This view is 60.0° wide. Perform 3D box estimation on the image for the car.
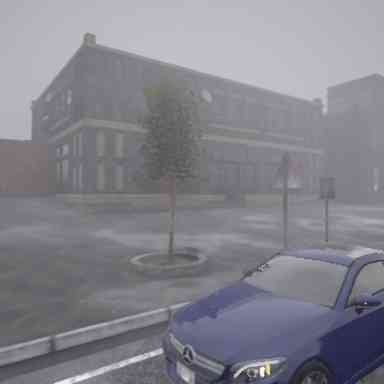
[{"bbox_3d":[1.832,1.520,4.661,4.674,1.442,1.812,-1,0,-35],"label":"car"}]
